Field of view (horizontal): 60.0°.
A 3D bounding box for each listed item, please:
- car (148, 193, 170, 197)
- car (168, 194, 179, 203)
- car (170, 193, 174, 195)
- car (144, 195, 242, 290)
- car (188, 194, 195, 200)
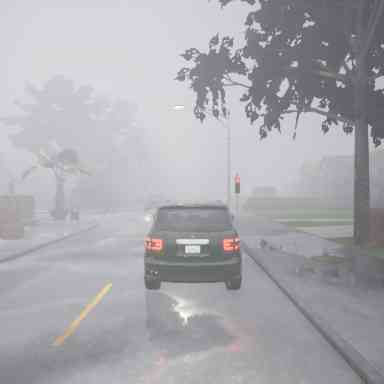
[{"bbox_3d":[-4.101,1.222,38.078,2.150,2.045,5.566,0,0,0],"label":"car"},{"bbox_3d":[-4.006,1.355,72.863,2.097,1.767,4.553,0,0,0],"label":"car"},{"bbox_3d":[-4.086,1.222,57.599,2.150,2.045,5.566,0,0,0],"label":"car"},{"bbox_3d":[0.036,1.221,9.228,2.150,2.045,5.566,0,0,0],"label":"car"},{"bbox_3d":[-0.007,1.356,88.183,1.812,1.442,4.674,0,0,0],"label":"car"}]
